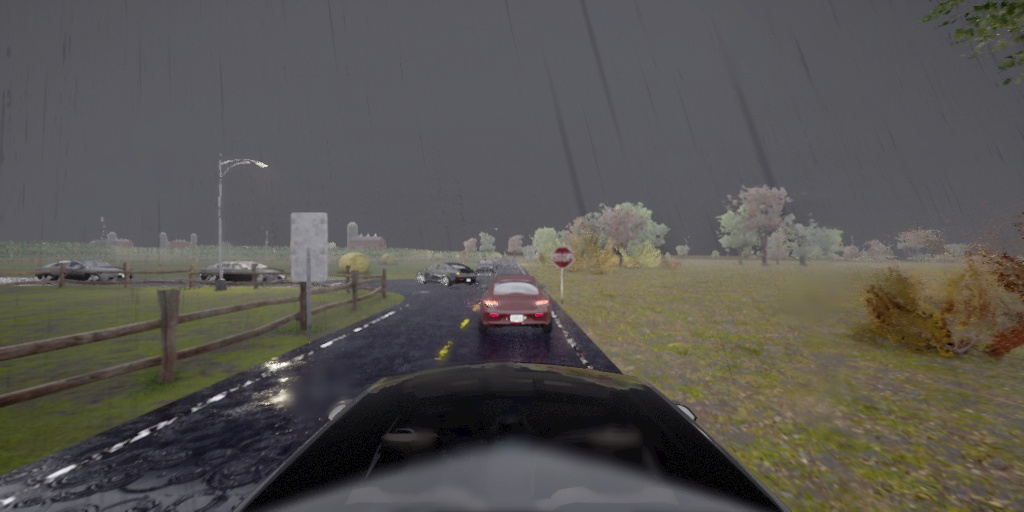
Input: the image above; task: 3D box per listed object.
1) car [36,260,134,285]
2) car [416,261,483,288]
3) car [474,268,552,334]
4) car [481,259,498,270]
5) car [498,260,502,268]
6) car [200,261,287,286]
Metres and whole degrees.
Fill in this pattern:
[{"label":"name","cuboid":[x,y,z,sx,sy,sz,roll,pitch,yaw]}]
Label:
[{"label":"car","cuboid":[-27.312,1.009,23.048,4.902,1.511,2.128,0,1,-1]},{"label":"car","cuboid":[-4.349,1.173,23.257,4.892,1.490,1.837,1,1,45]},{"label":"car","cuboid":[0.064,1.246,10.425,1.812,1.442,4.674,0,0,-1]},{"label":"car","cuboid":[-2.842,1.138,40.525,1.837,1.490,4.892,0,0,0]},{"label":"car","cuboid":[-2.839,1.210,50.831,1.895,1.301,4.718,0,0,0]},{"label":"car","cuboid":[-17.230,1.078,23.156,4.902,1.511,2.128,0,1,-1]}]
